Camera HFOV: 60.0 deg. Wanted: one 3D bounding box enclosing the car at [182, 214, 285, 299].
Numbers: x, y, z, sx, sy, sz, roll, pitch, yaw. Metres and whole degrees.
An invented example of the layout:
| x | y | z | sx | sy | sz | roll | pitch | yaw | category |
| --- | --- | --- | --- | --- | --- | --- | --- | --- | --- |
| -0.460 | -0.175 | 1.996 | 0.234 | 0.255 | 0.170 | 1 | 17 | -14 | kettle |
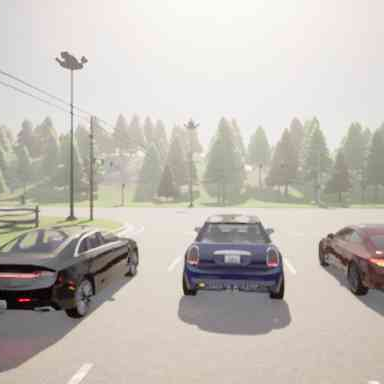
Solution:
| x | y | z | sx | sy | sz | roll | pitch | yaw | category |
| --- | --- | --- | --- | --- | --- | --- | --- | --- | --- |
| 1.083 | 1.341 | 8.684 | 2.097 | 1.767 | 4.553 | 0 | 0 | 8 | car |

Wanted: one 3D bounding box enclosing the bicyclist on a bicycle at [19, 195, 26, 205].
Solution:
| x | y | z | sx | sy | sz | roll | pitch | yaw | category |
| --- | --- | --- | --- | --- | --- | --- | --- | --- | --- |
| -26.349 | 1.246 | 51.658 | 0.582 | 1.620 | 1.656 | 0 | 0 | 8 | bicyclist on a bicycle |

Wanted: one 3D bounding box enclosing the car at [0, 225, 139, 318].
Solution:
| x | y | z | sx | sy | sz | roll | pitch | yaw | category |
| --- | --- | --- | --- | --- | --- | --- | --- | --- | --- |
| -2.617 | 1.483 | 7.450 | 2.128 | 1.511 | 4.902 | 0 | 0 | 8 | car |

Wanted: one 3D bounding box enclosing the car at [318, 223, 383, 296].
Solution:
| x | y | z | sx | sy | sz | roll | pitch | yaw | category |
| --- | --- | --- | --- | --- | --- | --- | --- | --- | --- |
| 4.578 | 1.514 | 8.402 | 1.812 | 1.442 | 4.674 | 0 | 0 | 8 | car |
